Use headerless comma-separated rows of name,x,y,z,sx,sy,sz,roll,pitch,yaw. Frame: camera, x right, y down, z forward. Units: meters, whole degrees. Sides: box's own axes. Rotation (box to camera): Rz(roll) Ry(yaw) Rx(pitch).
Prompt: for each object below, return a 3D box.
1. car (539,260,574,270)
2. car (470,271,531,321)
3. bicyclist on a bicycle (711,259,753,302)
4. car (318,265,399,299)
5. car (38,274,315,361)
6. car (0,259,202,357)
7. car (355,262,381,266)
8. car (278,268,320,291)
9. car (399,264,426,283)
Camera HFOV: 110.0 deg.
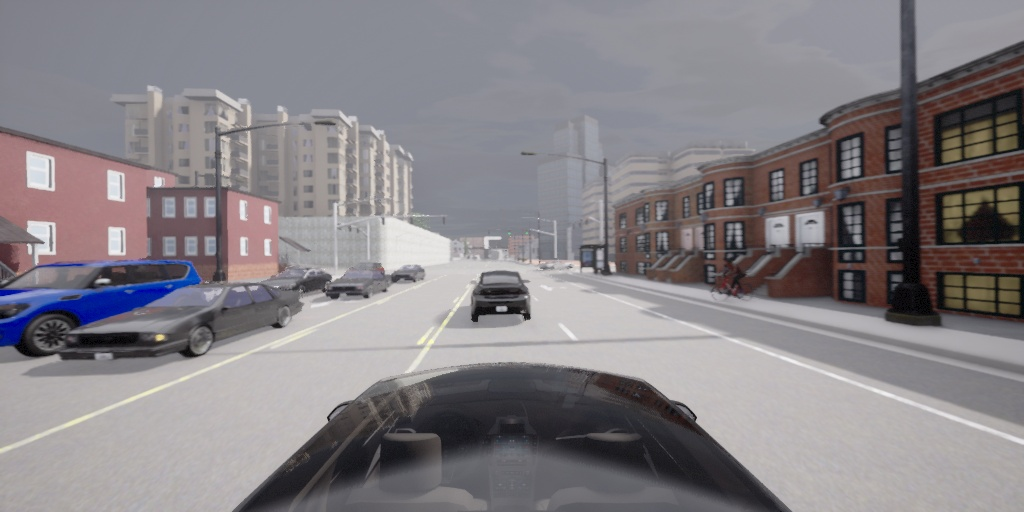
car,6.089,1.242,48.173,4.718,1.301,1.895,-1,0,-31
car,-0.409,1.255,12.606,1.837,1.490,4.892,-1,0,-3
bicyclist on a bicycle,8.316,0.926,13.528,1.656,1.620,0.582,0,0,-3
car,-7.935,1.402,19.204,2.033,1.411,5.357,-1,0,-3
car,-7.415,1.400,9.036,2.033,1.411,5.357,-1,0,-3
car,-10.933,1.124,9.341,2.150,2.045,5.566,-1,0,-3
car,-11.933,1.259,29.367,2.097,1.767,4.553,-1,0,-3
car,-11.440,1.396,19.322,2.128,1.511,4.902,-1,0,-3
car,-8.448,1.405,29.816,2.033,1.411,5.357,-1,0,-3
